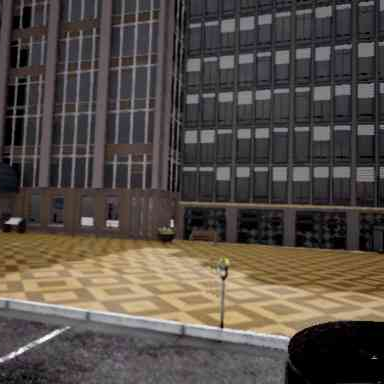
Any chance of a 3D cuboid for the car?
[{"bbox_3d":[3.418,1.817,2.982,5.008,1.535,1.882,1,-3,16],"label":"car"}]
